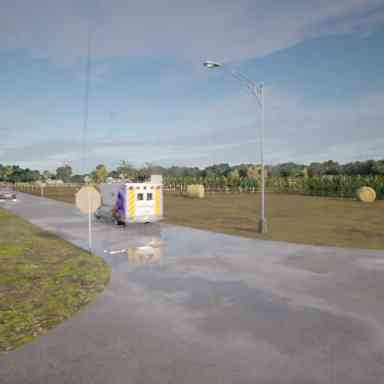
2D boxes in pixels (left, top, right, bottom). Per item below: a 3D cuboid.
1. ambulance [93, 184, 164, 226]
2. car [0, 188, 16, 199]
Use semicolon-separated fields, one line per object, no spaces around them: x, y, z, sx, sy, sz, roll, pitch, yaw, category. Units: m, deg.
-4.288;0.696;20.735;2.351;2.431;6.366;-2;2;-36;ambulance
-25.241;0.178;45.223;1.812;1.442;4.674;-2;3;-36;car
